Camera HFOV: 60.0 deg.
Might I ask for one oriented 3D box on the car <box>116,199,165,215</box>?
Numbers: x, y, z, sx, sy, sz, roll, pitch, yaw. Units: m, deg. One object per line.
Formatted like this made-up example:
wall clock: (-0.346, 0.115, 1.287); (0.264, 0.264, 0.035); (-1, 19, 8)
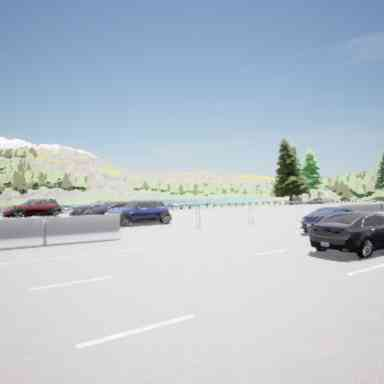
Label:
car: (-5.303, 1.525, 34.531); (4.674, 1.442, 1.812); (0, 0, -35)

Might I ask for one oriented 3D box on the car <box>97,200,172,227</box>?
car: (-3.707, 1.350, 22.758); (4.553, 1.767, 2.097); (0, 0, -35)

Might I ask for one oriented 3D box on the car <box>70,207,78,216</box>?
car: (-7.836, 1.491, 28.411); (4.902, 1.511, 2.128); (0, 0, -35)

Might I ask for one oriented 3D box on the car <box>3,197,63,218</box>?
car: (-13.606, 1.347, 28.631); (4.553, 1.767, 2.097); (0, 0, -35)

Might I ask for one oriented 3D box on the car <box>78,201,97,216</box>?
car: (-5.795, 1.506, 25.567); (4.892, 1.490, 1.837); (1, 0, -35)

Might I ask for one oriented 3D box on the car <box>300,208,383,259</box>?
car: (6.473, 1.509, 12.664); (4.892, 1.490, 1.837); (0, 0, -36)

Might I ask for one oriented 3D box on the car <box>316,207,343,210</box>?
car: (7.807, 1.529, 18.027); (4.674, 1.442, 1.812); (0, 0, -35)
